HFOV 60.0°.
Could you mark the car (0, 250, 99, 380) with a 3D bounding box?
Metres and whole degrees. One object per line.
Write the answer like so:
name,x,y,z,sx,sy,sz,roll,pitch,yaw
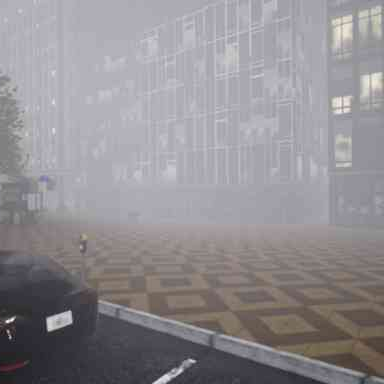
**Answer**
car,-3.286,1.598,5.209,4.313,1.339,1.947,0,-1,35
